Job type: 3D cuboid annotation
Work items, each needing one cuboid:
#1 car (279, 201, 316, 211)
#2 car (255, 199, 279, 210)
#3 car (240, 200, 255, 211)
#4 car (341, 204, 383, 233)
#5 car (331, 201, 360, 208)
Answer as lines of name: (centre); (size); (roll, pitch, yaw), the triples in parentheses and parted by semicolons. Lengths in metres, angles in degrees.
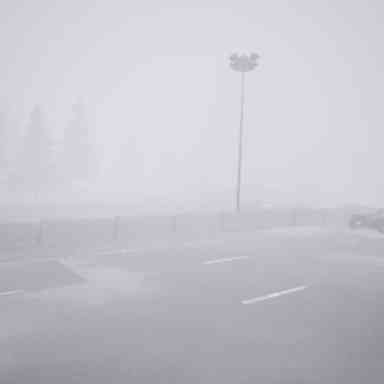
car: (12.551, 1.836, 38.722); (4.181, 1.385, 1.994); (1, -1, -35)
car: (10.508, 1.798, 41.563); (4.674, 1.442, 1.812); (1, -1, -35)
car: (8.456, 1.749, 44.396); (5.008, 1.535, 1.882); (1, -1, -35)
car: (11.500, 1.654, 20.549); (4.674, 1.442, 1.812); (1, 0, -36)
car: (17.898, 1.813, 38.223); (5.008, 1.535, 1.882); (2, -1, -35)
